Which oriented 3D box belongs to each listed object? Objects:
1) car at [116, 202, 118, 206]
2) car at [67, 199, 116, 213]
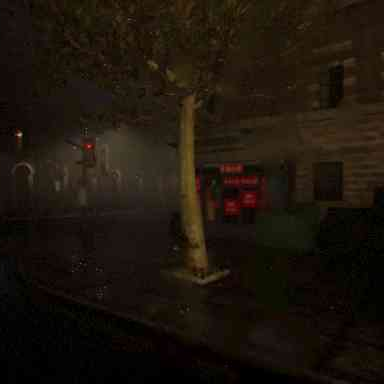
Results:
[{"bbox_3d":[-12.510,1.602,45.670,1.895,1.301,4.718,0,0,36],"label":"car"},{"bbox_3d":[-11.177,1.483,36.264,1.882,1.535,5.008,0,0,36],"label":"car"}]
